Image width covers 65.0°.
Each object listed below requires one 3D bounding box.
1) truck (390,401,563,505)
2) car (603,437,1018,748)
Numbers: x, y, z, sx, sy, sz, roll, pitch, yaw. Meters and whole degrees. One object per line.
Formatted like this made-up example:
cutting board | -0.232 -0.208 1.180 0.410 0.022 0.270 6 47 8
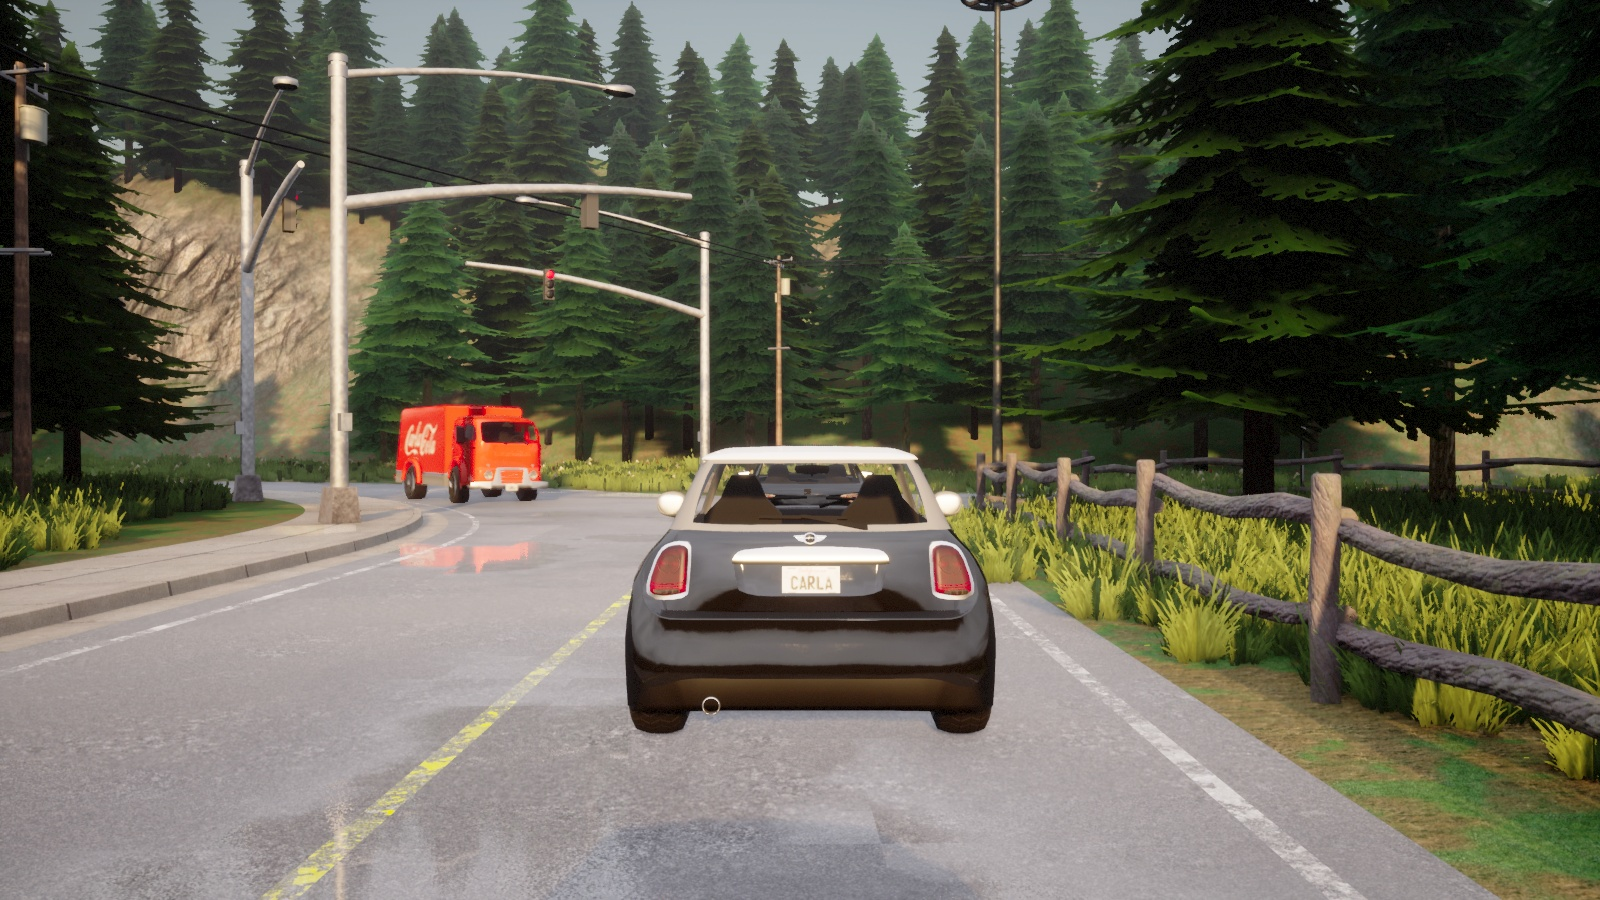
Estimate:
truck | -8.519 0.070 32.709 2.627 2.467 5.204 1 0 -36
car | 0.058 0.668 7.864 1.970 1.475 3.806 0 0 0
